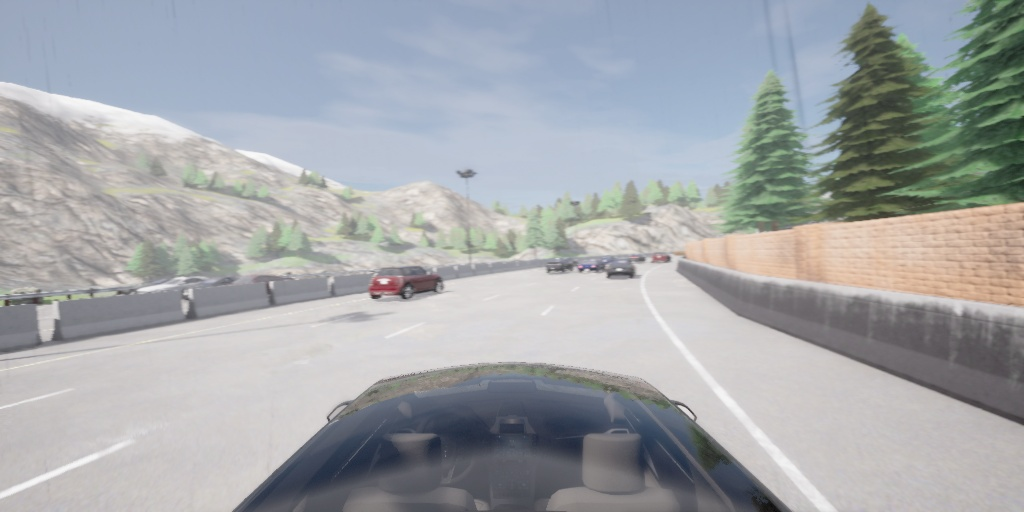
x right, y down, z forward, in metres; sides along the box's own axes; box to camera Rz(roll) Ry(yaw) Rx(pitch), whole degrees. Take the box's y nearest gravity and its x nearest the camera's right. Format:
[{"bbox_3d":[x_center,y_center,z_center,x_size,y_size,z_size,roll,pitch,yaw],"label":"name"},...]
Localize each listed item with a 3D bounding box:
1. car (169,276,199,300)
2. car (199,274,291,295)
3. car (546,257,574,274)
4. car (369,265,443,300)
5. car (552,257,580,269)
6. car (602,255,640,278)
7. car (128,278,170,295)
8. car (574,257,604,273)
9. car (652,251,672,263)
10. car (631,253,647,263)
[{"bbox_3d":[-19.188,2.072,23.603,1.994,1.385,4.181,-2,0,18],"label":"car"},{"bbox_3d":[-15.978,1.903,22.236,1.812,1.442,4.674,-2,0,18],"label":"car"},{"bbox_3d":[5.006,0.972,37.111,2.128,1.511,4.902,-2,0,25],"label":"car"},{"bbox_3d":[-5.618,1.303,19.643,2.097,1.767,4.553,-2,0,18],"label":"car"},{"bbox_3d":[7.623,0.897,49.996,2.033,1.411,5.357,-2,0,31],"label":"car"},{"bbox_3d":[8.484,0.916,27.693,1.994,1.385,4.181,-2,0,22],"label":"car"},{"bbox_3d":[-22.544,2.171,24.621,1.812,1.442,4.674,-2,0,18],"label":"car"},{"bbox_3d":[7.848,0.967,35.029,1.895,1.301,4.718,-2,0,25],"label":"car"},{"bbox_3d":[22.232,0.091,53.208,2.097,1.767,4.553,-2,0,34],"label":"car"},{"bbox_3d":[19.253,0.348,55.056,2.128,1.511,4.902,-2,0,34],"label":"car"}]
